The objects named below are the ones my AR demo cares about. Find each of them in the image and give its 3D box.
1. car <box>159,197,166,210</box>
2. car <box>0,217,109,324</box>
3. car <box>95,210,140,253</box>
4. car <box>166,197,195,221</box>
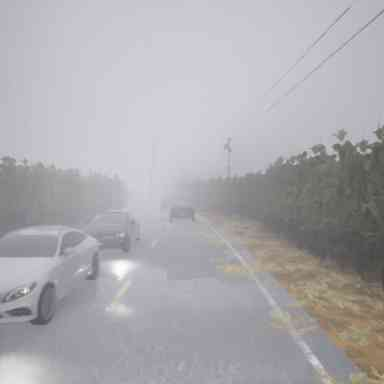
[{"bbox_3d":[-3.058,1.418,42.161,2.128,1.511,4.902,0,0,-9],"label":"car"},{"bbox_3d":[-3.341,1.511,7.213,1.812,1.442,4.674,0,0,0],"label":"car"},{"bbox_3d":[-3.233,1.501,13.699,1.812,1.442,4.674,0,0,-2],"label":"car"},{"bbox_3d":[-0.877,1.431,26.385,1.882,1.535,5.008,0,0,-6],"label":"car"}]
